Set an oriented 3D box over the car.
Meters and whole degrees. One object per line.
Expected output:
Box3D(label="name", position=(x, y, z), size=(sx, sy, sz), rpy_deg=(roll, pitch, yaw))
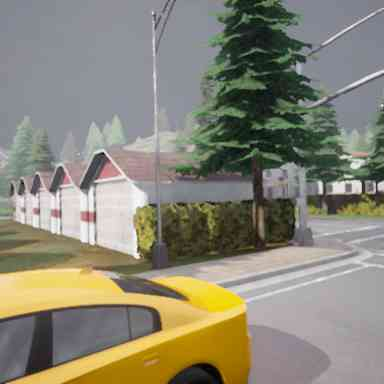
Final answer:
Box3D(label="car", position=(-1.707, 1.516, 2.784), size=(5.008, 1.535, 1.882), rpy_deg=(-1, 0, -35))
